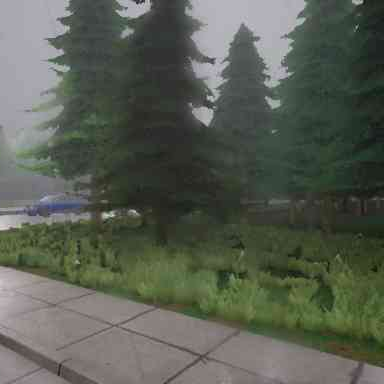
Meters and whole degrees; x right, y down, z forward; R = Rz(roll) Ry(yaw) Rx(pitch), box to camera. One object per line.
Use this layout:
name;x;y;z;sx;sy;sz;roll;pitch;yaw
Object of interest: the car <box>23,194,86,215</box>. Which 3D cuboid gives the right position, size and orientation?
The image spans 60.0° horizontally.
car;-12.194;1.196;30.065;2.150;2.045;5.566;0;0;35
